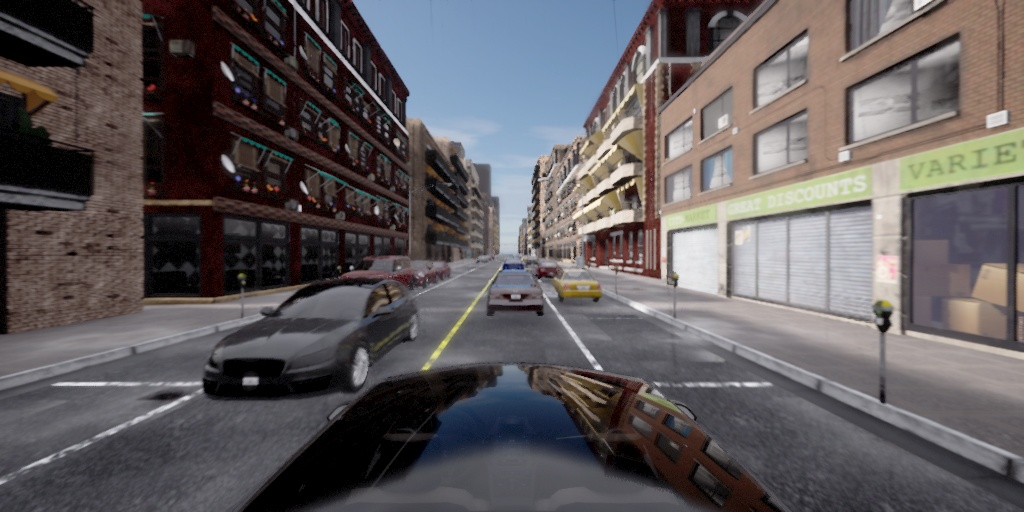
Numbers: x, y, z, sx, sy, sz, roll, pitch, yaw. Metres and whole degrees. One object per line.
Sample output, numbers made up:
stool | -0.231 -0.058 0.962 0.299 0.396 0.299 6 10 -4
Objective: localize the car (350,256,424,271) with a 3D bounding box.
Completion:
car | -5.685 0.926 15.710 2.192 1.841 5.009 0 0 0

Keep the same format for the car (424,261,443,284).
car | -5.683 0.996 21.345 1.967 1.591 4.097 0 0 0

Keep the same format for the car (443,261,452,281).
car | -5.679 1.045 26.982 1.888 1.381 4.507 0 0 0

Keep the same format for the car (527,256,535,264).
car | 2.713 0.829 49.517 2.007 1.370 4.403 0 0 0

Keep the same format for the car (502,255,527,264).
car | 0.115 0.932 31.748 1.882 1.535 5.008 0 1 0

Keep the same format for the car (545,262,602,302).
car | 2.695 1.138 15.871 1.751 1.417 4.829 0 0 0

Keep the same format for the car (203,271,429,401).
car | -3.096 1.205 6.676 1.837 1.490 4.892 0 1 0

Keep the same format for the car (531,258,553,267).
car | 2.701 1.047 26.973 1.888 1.381 4.507 0 0 0

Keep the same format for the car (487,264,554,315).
car | 0.106 1.188 12.835 2.033 1.411 5.357 0 1 0
